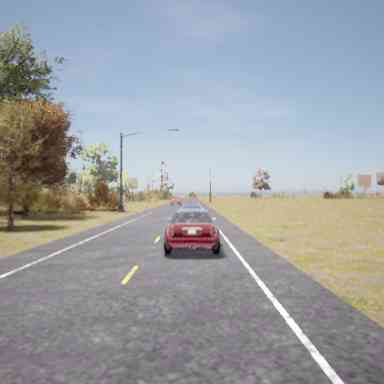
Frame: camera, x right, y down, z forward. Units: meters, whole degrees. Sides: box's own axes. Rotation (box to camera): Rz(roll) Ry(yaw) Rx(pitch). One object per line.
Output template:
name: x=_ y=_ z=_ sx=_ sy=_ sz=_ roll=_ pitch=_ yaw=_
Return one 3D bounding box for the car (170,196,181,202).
car: x=-3.512 y=1.904 z=71.761 sx=2.150 sy=2.045 sz=5.566 roll=0 pitch=-1 yaw=0

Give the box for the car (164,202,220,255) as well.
car: x=0.001 y=1.484 z=14.077 sx=2.097 sy=1.767 sz=4.553 roll=0 pitch=-1 yaw=0

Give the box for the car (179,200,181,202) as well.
car: x=0.001 y=1.758 z=29.480 sx=1.882 sy=1.535 sz=5.008 roll=0 pitch=0 yaw=0
